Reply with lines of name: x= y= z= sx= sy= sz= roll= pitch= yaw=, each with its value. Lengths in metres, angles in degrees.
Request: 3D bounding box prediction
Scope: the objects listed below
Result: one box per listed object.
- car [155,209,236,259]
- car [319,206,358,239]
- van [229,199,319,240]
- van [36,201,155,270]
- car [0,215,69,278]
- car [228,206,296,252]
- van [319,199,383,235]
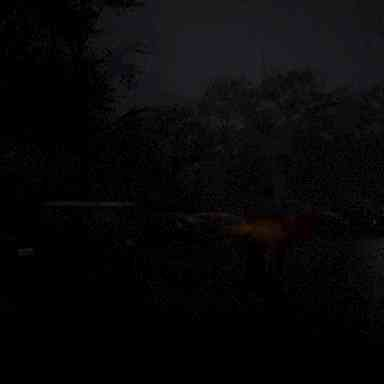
car: x=-1.123 y=1.529 z=12.772 sx=4.892 sy=1.521 sz=2.231 roll=-1 pitch=-1 yaw=34
car: x=6.055 y=1.638 z=17.913 sx=4.674 sy=1.452 sz=2.002 roll=-1 pitch=-1 yaw=34
van: x=3.563 y=1.350 z=16.272 sx=4.442 sy=1.987 sz=1.878 roll=-1 pitch=-1 yaw=34
van: x=-3.620 y=1.284 z=11.127 sx=4.442 sy=1.987 sz=1.878 roll=-1 pitch=-1 yaw=34
car: x=-5.941 y=1.519 z=9.367 sx=4.792 sy=1.488 sz=2.163 roll=-1 pitch=-1 yaw=34
car: x=1.421 y=1.546 z=14.389 sx=5.366 sy=1.575 sz=1.946 roll=-1 pitch=-1 yaw=34
van: x=8.549 y=1.399 z=19.575 sx=4.442 sy=1.987 sz=1.878 roll=-1 pitch=-1 yaw=34
